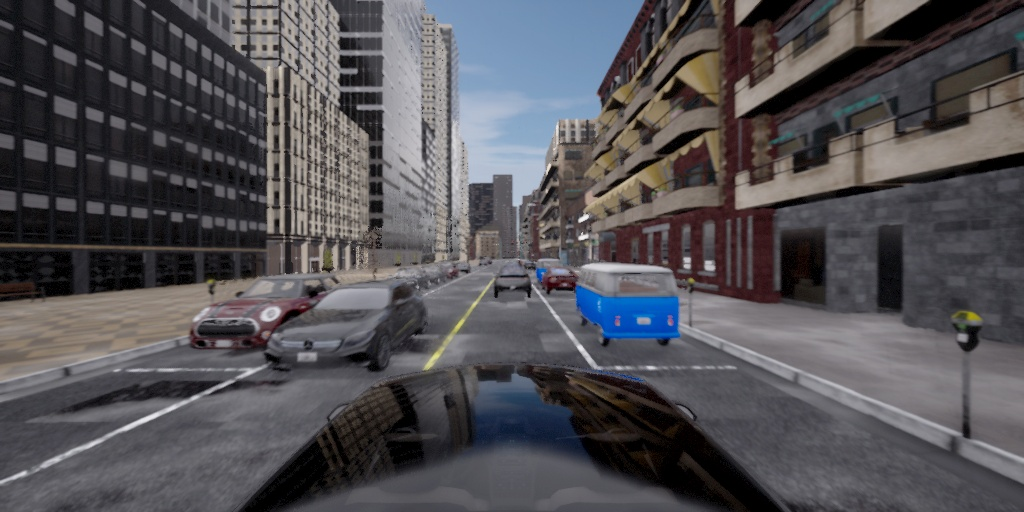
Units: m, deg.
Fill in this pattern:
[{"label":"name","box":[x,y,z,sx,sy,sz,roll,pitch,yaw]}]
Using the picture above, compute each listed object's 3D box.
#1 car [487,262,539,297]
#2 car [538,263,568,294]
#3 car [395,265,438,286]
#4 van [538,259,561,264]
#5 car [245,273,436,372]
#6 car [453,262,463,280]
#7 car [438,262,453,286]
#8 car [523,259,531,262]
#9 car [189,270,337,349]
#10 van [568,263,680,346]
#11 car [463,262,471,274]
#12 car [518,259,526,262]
[{"label":"car","box":[0.031,1.251,18.858,2.128,1.511,4.902,0,0,0]},{"label":"car","box":[2.633,1.297,20.160,1.888,1.381,4.507,0,0,0]},{"label":"car","box":[-5.748,1.329,20.131,2.007,1.370,4.403,0,0,0]},{"label":"van","box":[2.614,1.097,25.682,1.690,1.789,3.998,0,0,0]},{"label":"car","box":[-3.124,1.288,7.802,1.812,1.442,4.674,0,0,0]},{"label":"car","box":[-5.786,1.227,31.178,1.967,1.591,4.097,0,0,0]},{"label":"car","box":[-5.767,1.333,25.655,2.007,1.370,4.403,0,0,0]},{"label":"car","box":[2.519,1.350,53.297,1.948,1.339,4.313,0,0,0]},{"label":"car","box":[-5.710,1.210,9.087,1.967,1.591,4.097,0,0,0]},{"label":"van","box":[2.671,1.085,9.115,1.690,1.789,3.998,0,0,0]},{"label":"car","box":[-5.824,1.363,42.223,1.948,1.339,4.313,0,0,0]},{"label":"car","box":[-0.018,1.319,34.436,2.033,1.411,5.357,0,0,0]}]
